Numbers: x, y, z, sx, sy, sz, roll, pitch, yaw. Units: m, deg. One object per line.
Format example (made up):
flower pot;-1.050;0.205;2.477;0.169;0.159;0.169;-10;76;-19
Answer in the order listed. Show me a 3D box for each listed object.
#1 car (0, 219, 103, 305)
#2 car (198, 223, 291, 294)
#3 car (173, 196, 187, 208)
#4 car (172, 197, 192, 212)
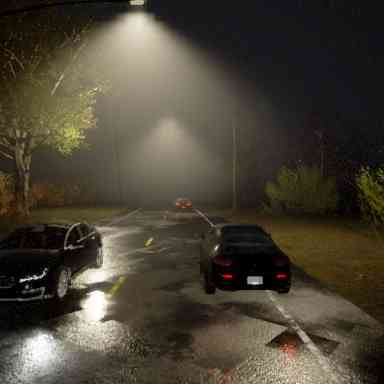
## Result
car;-3.591;1.500;8.317;1.837;1.490;4.892;0;0;-1
car;1.174;1.521;8.653;1.812;1.442;4.674;0;0;-1
car;-1.725;1.419;47.694;1.837;1.490;4.892;0;0;-4
car;-1.031;1.466;37.514;1.812;1.442;4.674;0;0;-3
